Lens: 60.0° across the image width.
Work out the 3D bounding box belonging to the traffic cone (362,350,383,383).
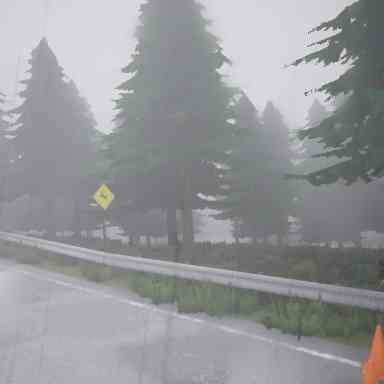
[{"bbox_3d":[1.773,1.956,3.294,0.340,0.580,0.340,0,0,34],"label":"traffic cone"}]

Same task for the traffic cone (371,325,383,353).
[{"bbox_3d":[2.321,1.956,4.127,0.340,0.580,0.340,0,0,34],"label":"traffic cone"}]
